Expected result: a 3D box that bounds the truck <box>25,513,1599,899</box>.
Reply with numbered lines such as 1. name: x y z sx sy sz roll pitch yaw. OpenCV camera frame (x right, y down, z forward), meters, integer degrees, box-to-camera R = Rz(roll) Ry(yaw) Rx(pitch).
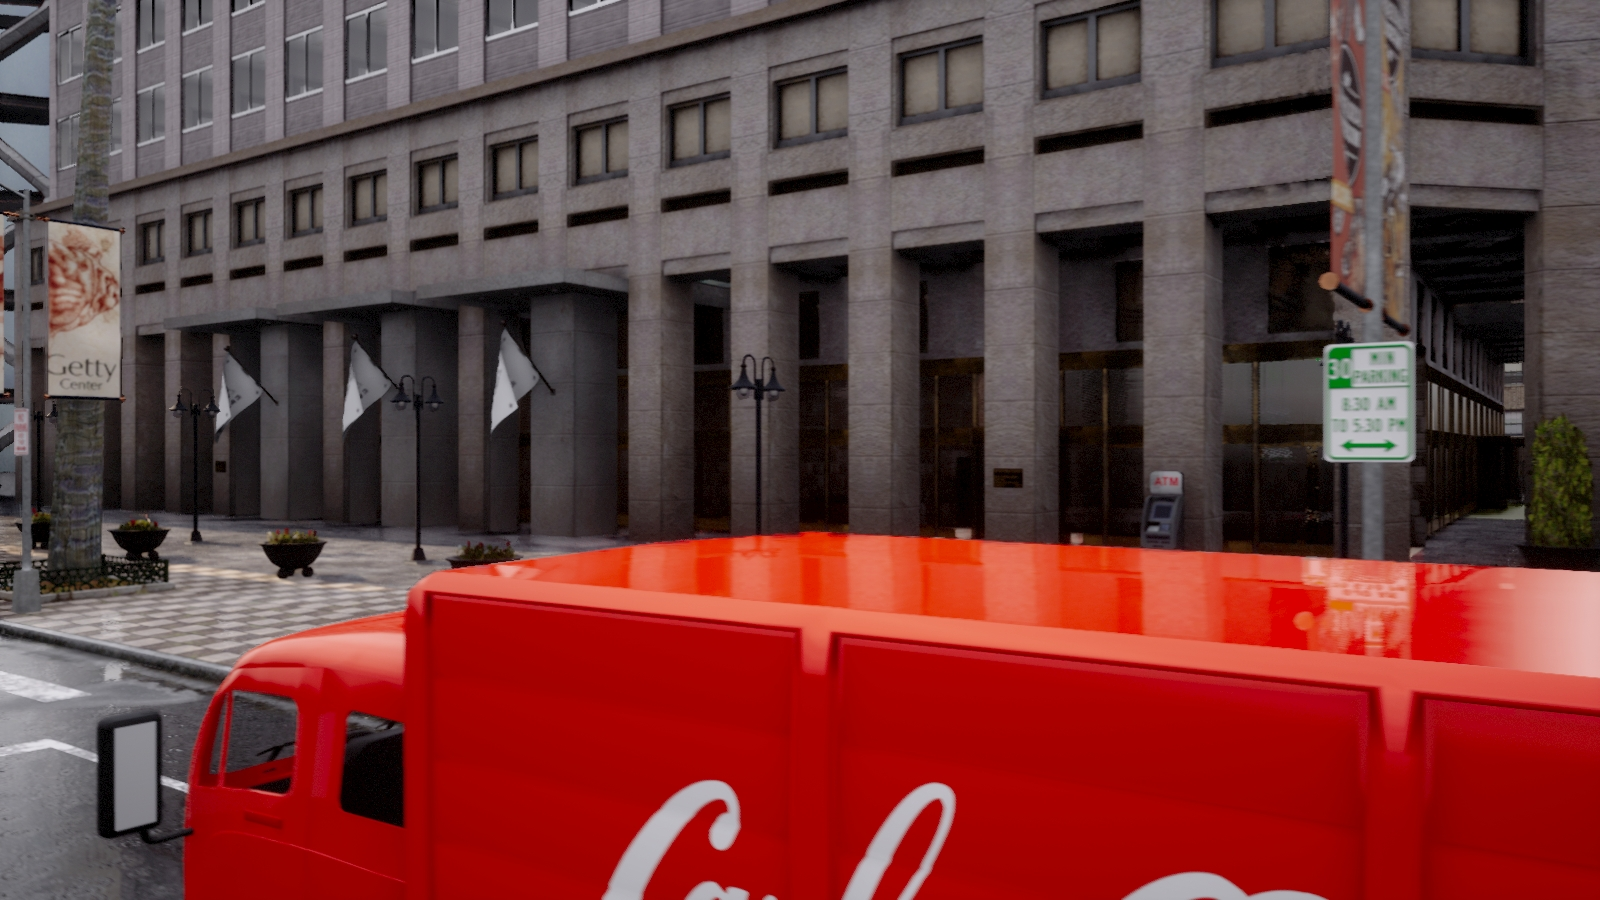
1. truck: 0.089 1.564 3.738 5.204 2.467 2.627 0 0 35
